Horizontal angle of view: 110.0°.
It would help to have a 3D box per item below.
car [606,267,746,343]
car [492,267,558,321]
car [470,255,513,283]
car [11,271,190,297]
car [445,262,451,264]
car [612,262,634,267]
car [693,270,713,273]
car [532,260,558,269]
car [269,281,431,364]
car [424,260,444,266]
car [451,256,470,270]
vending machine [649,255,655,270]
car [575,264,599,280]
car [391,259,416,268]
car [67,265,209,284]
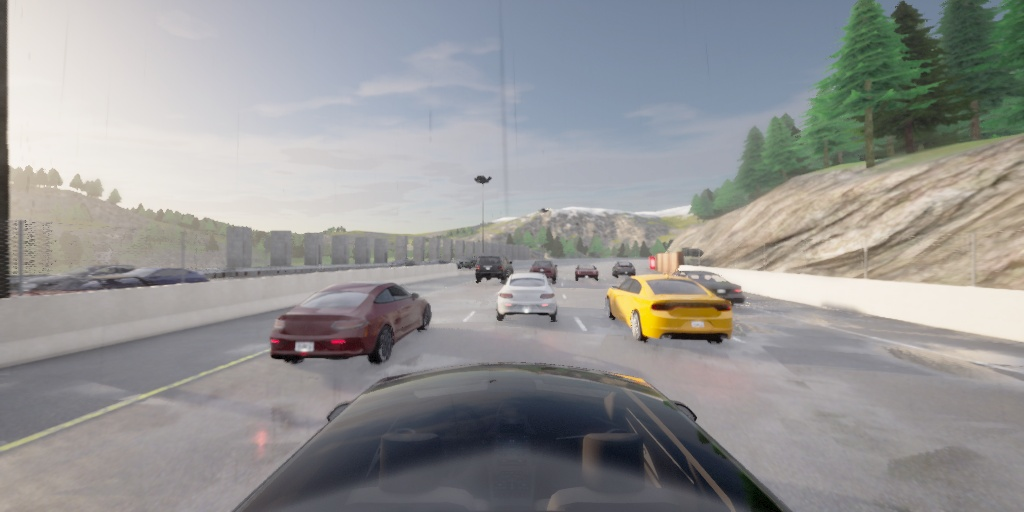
[{"bbox_3d":[3.906,1.240,9.775,1.882,1.535,5.008,0,0,3],"label":"car"},{"bbox_3d":[0.556,1.281,12.337,1.812,1.442,4.674,0,0,4],"label":"car"},{"bbox_3d":[-1.270,0.979,27.614,2.150,2.045,5.566,0,0,9],"label":"car"},{"bbox_3d":[-13.723,1.321,11.650,1.895,1.301,4.718,0,0,4],"label":"car"},{"bbox_3d":[-8.516,1.299,58.343,2.033,1.411,5.357,0,0,18],"label":"car"},{"bbox_3d":[10.597,1.280,34.121,2.128,1.511,4.902,0,0,11],"label":"car"},{"bbox_3d":[7.782,1.322,15.453,2.033,1.411,5.357,0,0,5],"label":"car"},{"bbox_3d":[2.663,1.120,29.768,2.097,1.767,4.553,0,0,9],"label":"car"},{"bbox_3d":[-3.199,1.270,7.973,1.812,1.442,4.674,0,0,2],"label":"car"},{"bbox_3d":[-12.259,1.290,58.163,2.033,1.411,5.357,0,0,18],"label":"car"},{"bbox_3d":[-6.411,0.975,53.235,2.150,2.045,5.566,0,0,17],"label":"car"},{"bbox_3d":[21.707,1.020,55.501,1.100,2.100,0.880,0,0,20],"label":"vending machine"},{"bbox_3d":[6.380,1.378,30.896,1.895,1.301,4.718,0,0,10],"label":"car"},{"bbox_3d":[-16.736,1.222,55.328,2.128,1.511,4.902,0,0,17],"label":"car"},{"bbox_3d":[-16.842,1.241,16.787,1.812,1.442,4.674,0,0,5],"label":"car"}]
